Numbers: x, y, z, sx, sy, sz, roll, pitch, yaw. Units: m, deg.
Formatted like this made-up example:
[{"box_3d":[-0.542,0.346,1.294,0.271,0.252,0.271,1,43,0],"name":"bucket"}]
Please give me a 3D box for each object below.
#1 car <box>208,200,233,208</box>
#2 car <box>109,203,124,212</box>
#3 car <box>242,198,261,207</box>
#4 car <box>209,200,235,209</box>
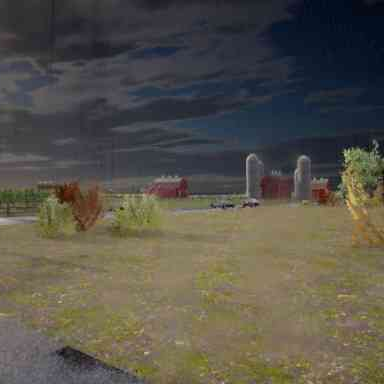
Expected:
[{"box_3d":[5.222,2.181,60.722,2.033,1.411,5.357,-1,-1,36],"name":"car"},{"box_3d":[-9.043,1.970,41.130,1.895,1.301,4.718,-1,-1,36],"name":"car"},{"box_3d":[11.417,1.989,63.318,2.097,1.767,4.553,-1,-1,36],"name":"car"},{"box_3d":[5.409,2.014,54.916,2.128,1.511,4.902,-1,-1,36],"name":"car"}]
